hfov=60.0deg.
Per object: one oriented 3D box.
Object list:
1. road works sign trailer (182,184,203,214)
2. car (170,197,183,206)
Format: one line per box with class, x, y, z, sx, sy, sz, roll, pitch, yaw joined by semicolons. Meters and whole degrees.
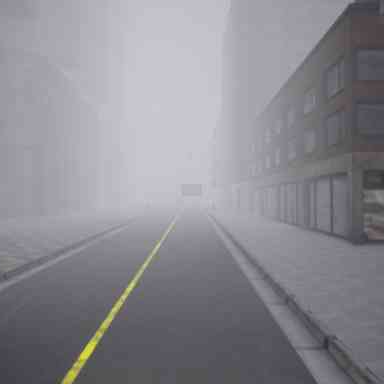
road works sign trailer;-0.003;0.828;41.466;2.380;3.560;2.880;0;0;0
car;-3.002;2.163;70.980;2.128;1.511;4.902;0;-1;0
